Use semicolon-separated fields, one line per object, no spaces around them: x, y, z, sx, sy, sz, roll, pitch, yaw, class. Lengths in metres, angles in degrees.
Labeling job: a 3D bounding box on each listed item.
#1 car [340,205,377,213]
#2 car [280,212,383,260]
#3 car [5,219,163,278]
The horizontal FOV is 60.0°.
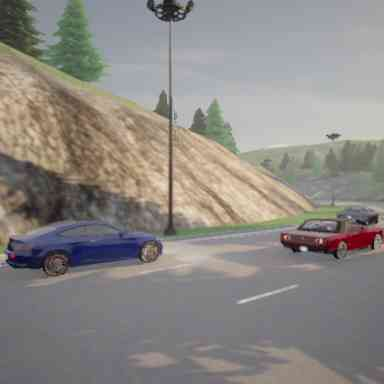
11.645;1.627;23.298;1.994;1.385;4.181;0;0;43;car
5.490;1.637;12.671;4.718;1.301;1.895;0;0;-40;car
-3.110;1.563;10.318;4.674;1.442;1.812;0;0;-37;car
